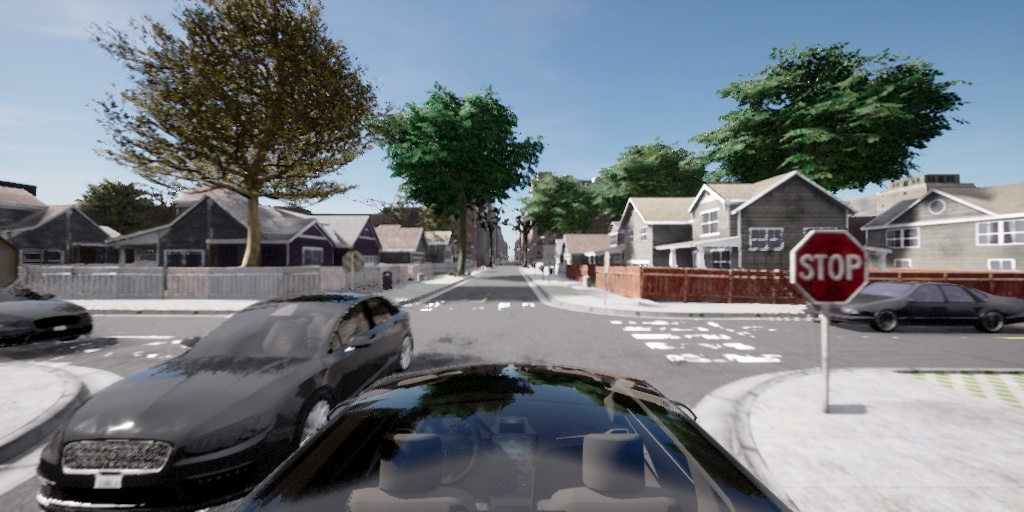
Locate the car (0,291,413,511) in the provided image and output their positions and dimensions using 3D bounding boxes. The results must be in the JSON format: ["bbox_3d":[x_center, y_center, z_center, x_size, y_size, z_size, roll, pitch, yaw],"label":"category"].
[{"bbox_3d":[-2.746,1.308,4.870,1.837,1.490,4.892,0,-1,0],"label":"car"}]

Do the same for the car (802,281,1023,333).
[{"bbox_3d":[12.170,1.481,10.950,5.357,1.411,2.033,0,-1,0],"label":"car"}]

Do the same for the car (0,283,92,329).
[{"bbox_3d":[-12.116,1.270,7.855,4.892,1.490,1.837,1,-1,4],"label":"car"}]
